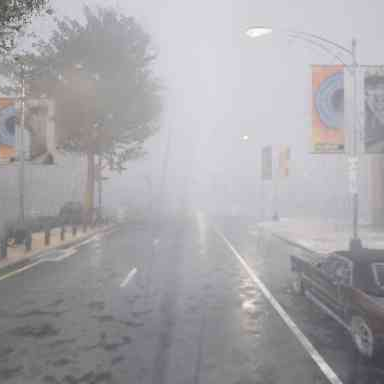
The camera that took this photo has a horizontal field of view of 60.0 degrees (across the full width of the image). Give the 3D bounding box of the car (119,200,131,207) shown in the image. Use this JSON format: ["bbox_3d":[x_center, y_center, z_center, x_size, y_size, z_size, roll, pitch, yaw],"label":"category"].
[{"bbox_3d":[-15.006,2.519,74.493,1.882,1.535,5.008,0,-1,0],"label":"car"}]

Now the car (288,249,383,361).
[{"bbox_3d":[3.249,1.681,5.990,1.895,1.301,4.718,0,-1,0],"label":"car"}]

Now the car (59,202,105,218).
[{"bbox_3d":[-11.736,1.832,35.841,4.553,1.767,2.097,0,-1,0],"label":"car"}]
